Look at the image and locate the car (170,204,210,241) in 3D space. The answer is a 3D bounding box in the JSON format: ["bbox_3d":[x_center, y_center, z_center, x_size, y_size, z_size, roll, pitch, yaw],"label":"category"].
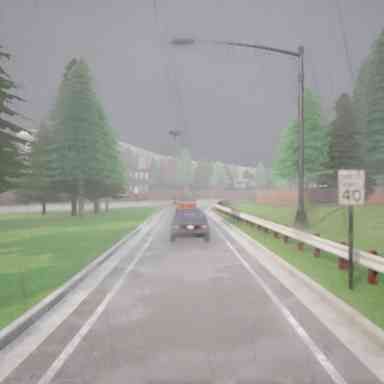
[{"bbox_3d":[-0.121,1.532,16.473,2.033,1.411,5.357,0,0,-1],"label":"car"}]

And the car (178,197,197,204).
[{"bbox_3d":[-0.484,1.317,37.295,2.097,1.767,4.553,0,0,1],"label":"car"}]
